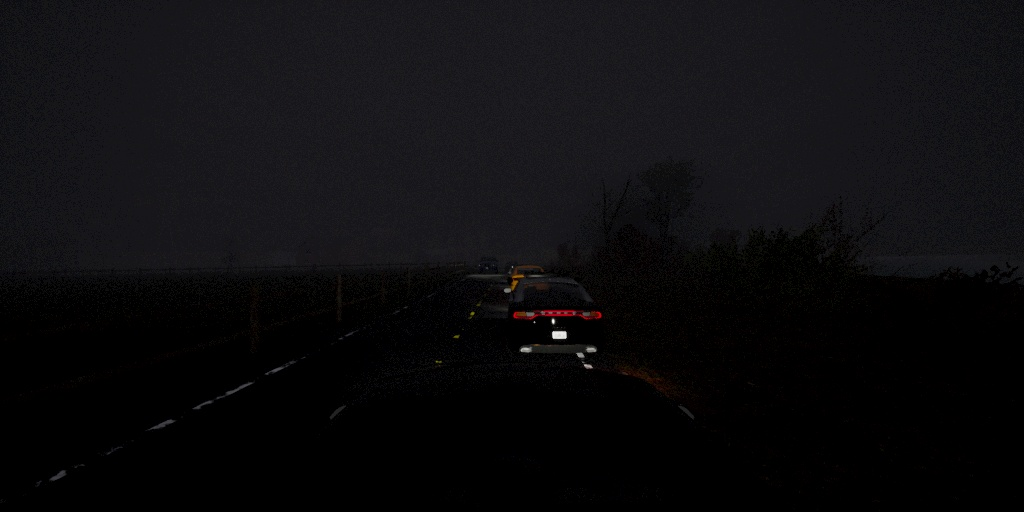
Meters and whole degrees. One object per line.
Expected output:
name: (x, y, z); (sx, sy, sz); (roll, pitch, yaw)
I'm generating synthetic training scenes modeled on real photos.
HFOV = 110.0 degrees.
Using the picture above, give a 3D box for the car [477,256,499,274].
car: (-2.724, 0.986, 41.688); (2.150, 2.045, 5.566); (0, 0, 0)

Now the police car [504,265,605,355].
police car: (0.830, 1.174, 8.839); (1.930, 1.638, 5.238); (0, 0, 0)

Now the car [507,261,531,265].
car: (0.836, 1.228, 18.729); (1.882, 1.535, 5.008); (0, 0, 0)

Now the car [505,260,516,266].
car: (0.073, 1.335, 46.627); (1.994, 1.385, 4.181); (0, 0, 0)
